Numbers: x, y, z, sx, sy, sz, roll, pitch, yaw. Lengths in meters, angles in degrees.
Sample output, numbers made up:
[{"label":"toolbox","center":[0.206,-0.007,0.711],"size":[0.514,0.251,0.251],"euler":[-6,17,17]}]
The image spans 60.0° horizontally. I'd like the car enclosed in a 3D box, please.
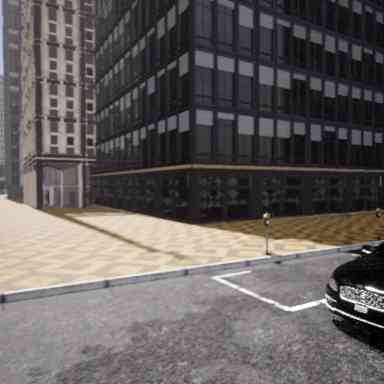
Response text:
[{"label":"car","center":[4.521,1.409,6.000],"size":[4.892,1.490,1.837],"euler":[0,1,-30]}]
